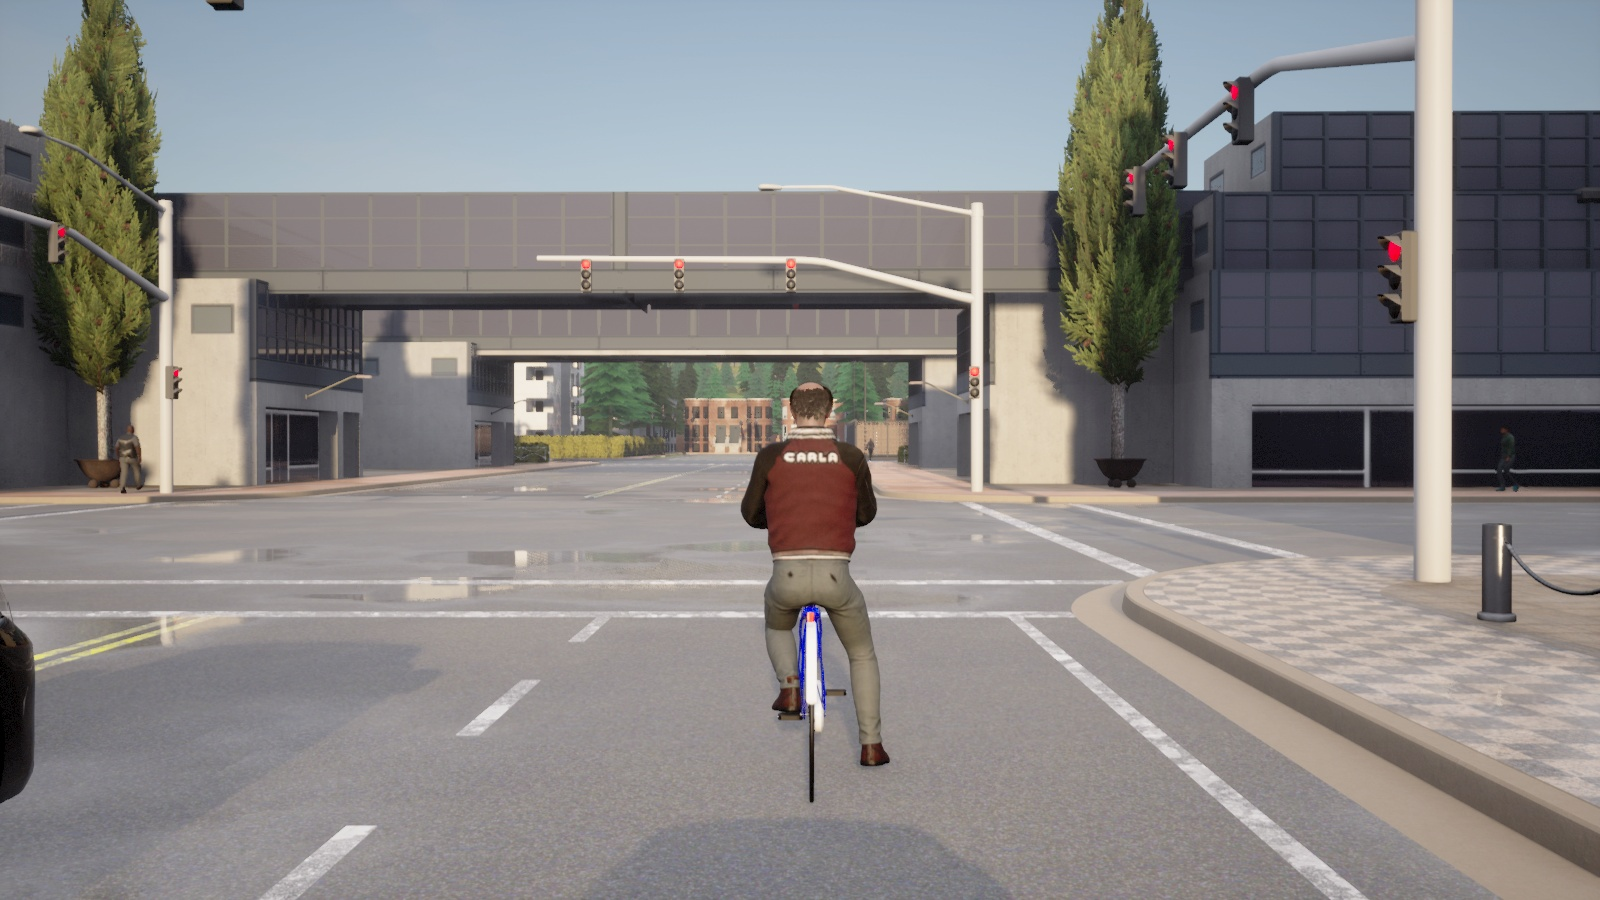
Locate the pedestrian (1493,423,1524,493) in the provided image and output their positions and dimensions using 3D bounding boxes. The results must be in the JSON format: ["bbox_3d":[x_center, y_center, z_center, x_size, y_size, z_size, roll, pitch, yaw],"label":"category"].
[{"bbox_3d":[18.716,0.218,33.196,0.614,1.847,0.353,0,0,-2],"label":"pedestrian"}]

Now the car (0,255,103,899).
[{"bbox_3d":[-3.475,0.453,1.511,2.150,2.045,5.566,0,0,0],"label":"car"}]

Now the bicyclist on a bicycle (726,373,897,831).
[{"bbox_3d":[0.050,0.582,5.788,0.659,1.776,1.843,0,1,0],"label":"bicyclist on a bicycle"}]

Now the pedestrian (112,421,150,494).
[{"bbox_3d":[-17.638,0.190,33.112,0.563,1.883,0.849,0,0,-2],"label":"pedestrian"}]
